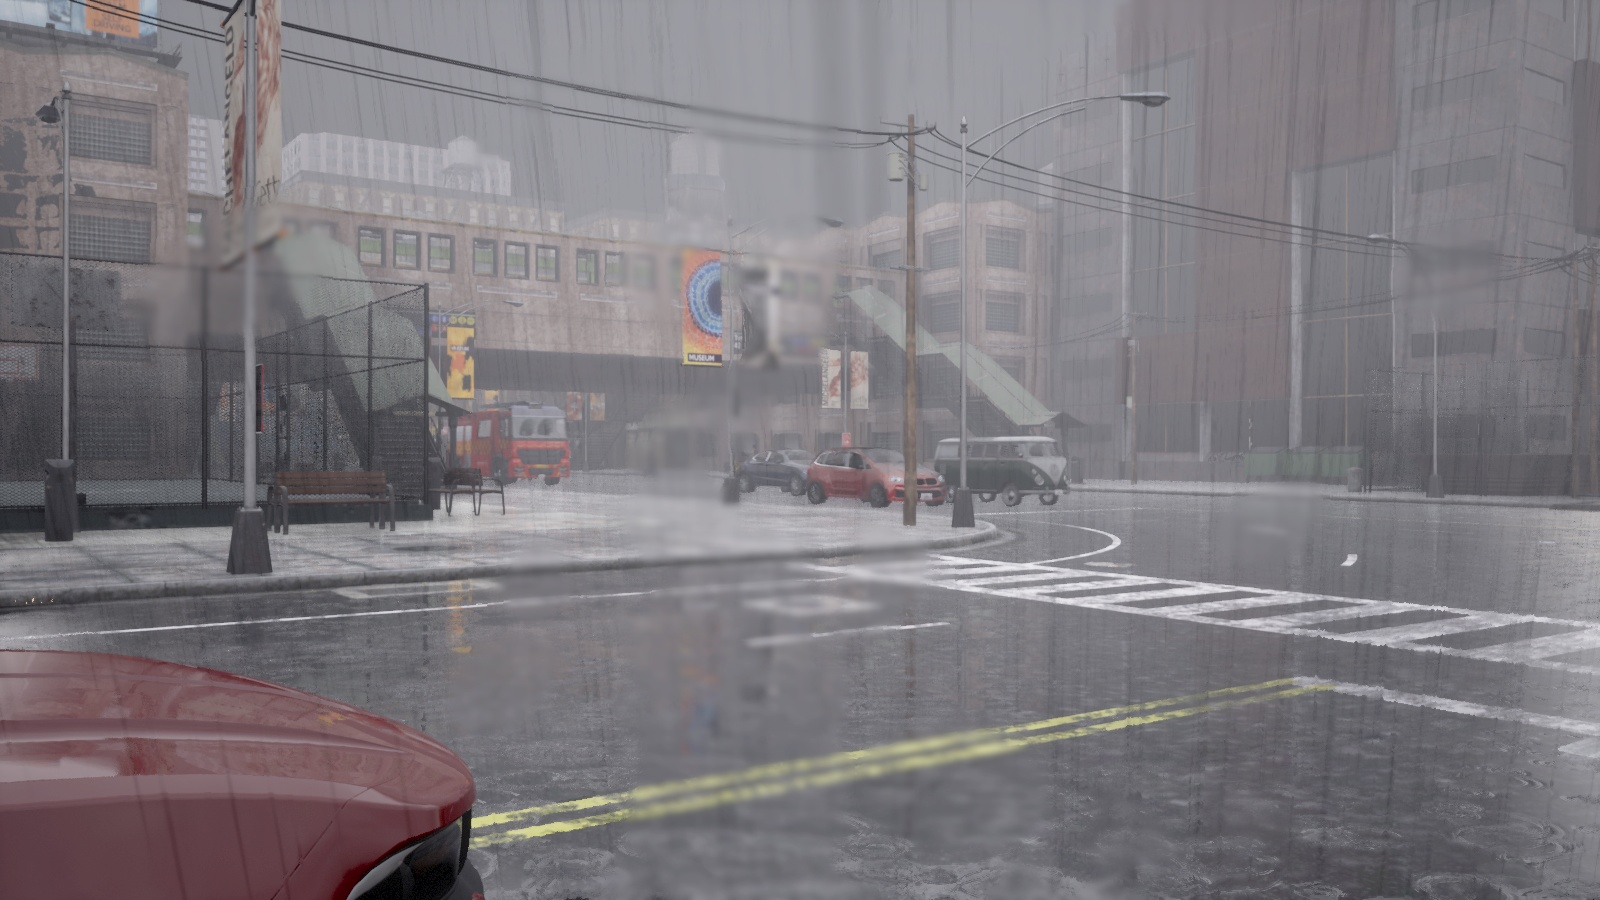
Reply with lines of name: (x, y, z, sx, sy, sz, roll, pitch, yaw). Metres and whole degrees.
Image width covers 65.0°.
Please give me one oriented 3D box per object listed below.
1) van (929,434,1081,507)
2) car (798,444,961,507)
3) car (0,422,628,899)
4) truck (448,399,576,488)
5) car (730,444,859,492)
van: (5.866, 0.572, 36.515, 1.775, 1.987, 4.442, 0, 0, -35)
car: (2.175, 0.669, 35.691, 2.242, 1.667, 4.611, 0, 0, -35)
car: (-2.898, 0.733, 1.605, 5.008, 1.535, 1.882, 0, 0, -36)
truck: (-13.528, -0.251, 58.381, 2.891, 3.827, 8.468, 0, 0, -34)
car: (-0.271, 0.632, 45.369, 2.152, 1.651, 5.027, 0, 0, -35)
